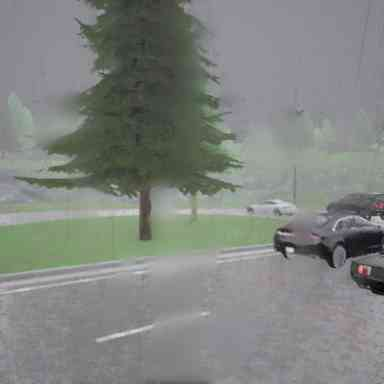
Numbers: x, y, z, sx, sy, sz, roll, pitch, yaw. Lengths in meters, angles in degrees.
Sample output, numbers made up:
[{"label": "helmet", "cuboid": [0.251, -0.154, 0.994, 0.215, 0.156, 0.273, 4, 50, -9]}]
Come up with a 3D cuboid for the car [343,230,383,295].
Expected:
[{"label": "car", "cuboid": [5.627, 1.559, 7.189, 4.718, 1.301, 1.895, 0, 0, -32]}]

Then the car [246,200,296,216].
[{"label": "car", "cuboid": [6.921, 1.395, 29.190, 1.812, 1.442, 4.674, 1, 0, -39]}]

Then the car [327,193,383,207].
[{"label": "car", "cuboid": [12.997, 1.089, 25.778, 2.150, 2.045, 5.566, 1, 0, -17]}]

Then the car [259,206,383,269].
[{"label": "car", "cuboid": [4.778, 1.438, 10.972, 4.902, 1.511, 2.128, 0, 0, -36]}]
